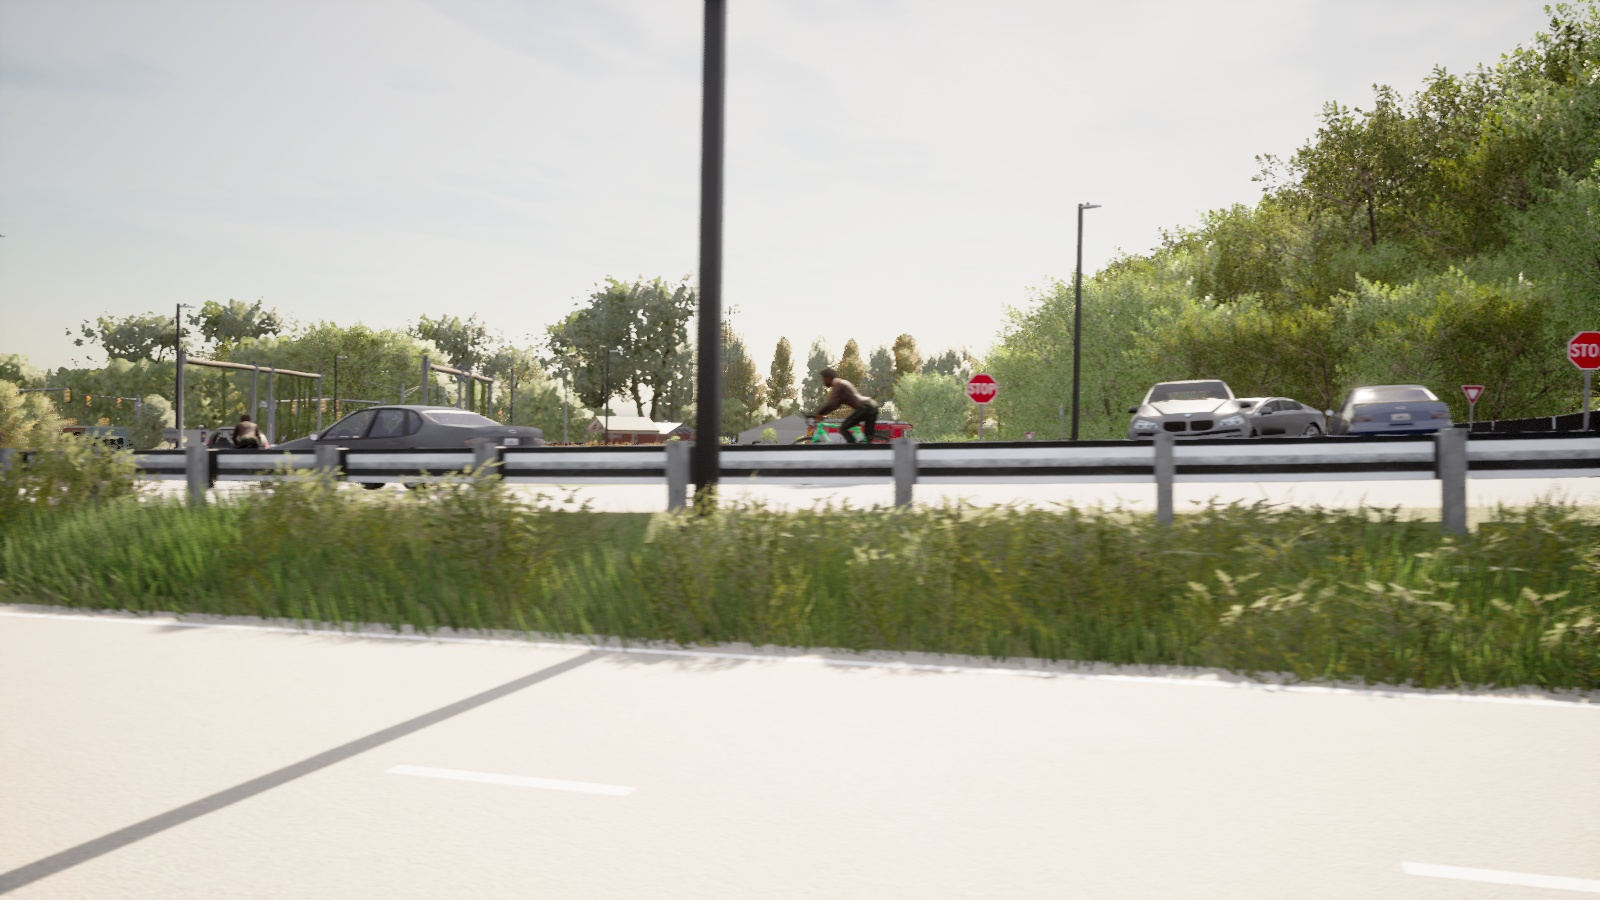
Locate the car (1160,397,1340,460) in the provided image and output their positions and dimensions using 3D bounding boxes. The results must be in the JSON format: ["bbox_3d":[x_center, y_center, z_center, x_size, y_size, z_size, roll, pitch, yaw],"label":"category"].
[{"bbox_3d":[12.157,-0.601,33.819,4.902,1.511,2.128,-2,0,-36],"label":"car"}]

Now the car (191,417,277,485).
[{"bbox_3d":[-14.566,0.074,32.474,1.851,1.617,3.988,1,-2,-22],"label":"car"}]

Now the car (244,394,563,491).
[{"bbox_3d":[-6.613,-0.065,20.695,5.357,1.411,2.033,-1,-1,32],"label":"car"}]

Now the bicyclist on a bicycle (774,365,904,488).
[{"bbox_3d":[0.536,-0.313,17.319,1.656,1.620,0.582,-1,0,17],"label":"bicyclist on a bicycle"}]

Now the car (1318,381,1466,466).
[{"bbox_3d":[11.312,-0.472,24.343,2.033,1.411,5.357,-2,0,20],"label":"car"}]

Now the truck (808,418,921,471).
[{"bbox_3d":[4.939,-0.392,94.940,8.468,3.827,2.891,0,0,-35],"label":"truck"}]

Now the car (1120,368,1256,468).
[{"bbox_3d":[7.538,-0.556,24.349,2.242,1.667,4.611,-2,-1,18],"label":"car"}]
